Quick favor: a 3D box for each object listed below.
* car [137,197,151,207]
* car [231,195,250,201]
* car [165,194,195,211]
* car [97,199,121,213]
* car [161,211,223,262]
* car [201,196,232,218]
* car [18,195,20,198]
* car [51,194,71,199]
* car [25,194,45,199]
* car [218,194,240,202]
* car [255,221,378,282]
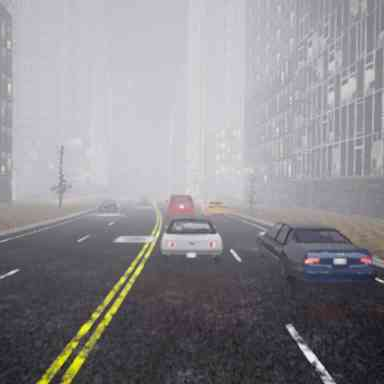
[{"bbox_3d":[-7.010,1.414,48.683,2.033,1.411,5.357,1,0,-7],"label":"car"},{"bbox_3d":[13.017,1.617,89.857,4.829,1.417,1.752,1,0,-6],"label":"car"},{"bbox_3d":[-1.005,1.182,27.452,2.150,2.045,5.566,1,0,-5],"label":"car"},{"bbox_3d":[-8.466,1.444,34.349,1.994,1.385,4.181,1,0,-7],"label":"car"},{"bbox_3d":[-0.059,1.589,12.123,1.895,1.301,4.718,1,0,-1],"label":"car"},{"bbox_3d":[1.969,1.459,30.299,1.882,1.535,5.008,1,0,-6],"label":"car"},{"bbox_3d":[-41.462,0.828,75.299,4.313,1.339,1.947,1,0,-6],"label":"car"},{"bbox_3d":[-30.153,1.032,76.452,4.313,1.339,1.947,1,0,-6],"label":"car"},{"bbox_3d":[-35.807,0.947,75.856,4.206,1.307,1.802,1,0,-6],"label":"car"},{"bbox_3d":[8.518,1.469,80.919,5.009,1.841,2.192,1,0,-6],"label":"car"},{"bbox_3d":[3.243,1.574,9.857,2.033,1.411,5.357,1,0,-1],"label":"car"}]
